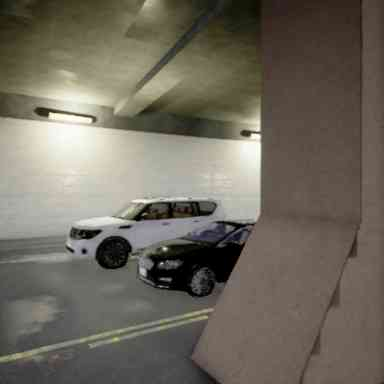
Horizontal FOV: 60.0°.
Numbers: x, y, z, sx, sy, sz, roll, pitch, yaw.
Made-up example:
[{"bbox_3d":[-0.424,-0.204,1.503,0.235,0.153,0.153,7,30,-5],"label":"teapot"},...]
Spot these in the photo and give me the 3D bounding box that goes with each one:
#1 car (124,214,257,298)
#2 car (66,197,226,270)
[{"bbox_3d":[1.031,1.481,8.524,4.902,1.511,2.128,0,0,-31],"label":"car"},{"bbox_3d":[-1.256,1.200,11.258,5.566,2.045,2.150,0,0,-31],"label":"car"}]
